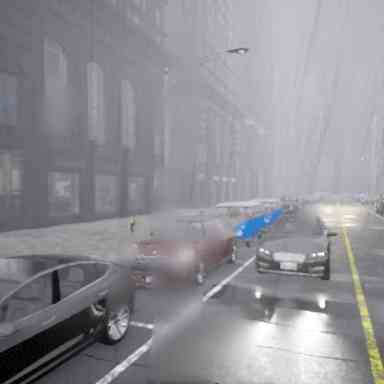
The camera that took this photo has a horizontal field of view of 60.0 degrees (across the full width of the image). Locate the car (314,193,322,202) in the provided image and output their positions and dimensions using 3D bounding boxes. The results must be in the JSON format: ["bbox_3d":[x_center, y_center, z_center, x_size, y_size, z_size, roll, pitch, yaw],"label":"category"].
[{"bbox_3d":[22.237,1.423,61.005,1.947,1.339,4.313,0,0,23],"label":"car"}]

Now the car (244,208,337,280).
[{"bbox_3d":[3.244,1.465,10.076,2.128,1.511,4.902,0,0,23],"label":"car"}]

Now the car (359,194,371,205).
[{"bbox_3d":[27.899,1.361,52.618,1.752,1.417,4.829,0,0,23],"label":"car"}]

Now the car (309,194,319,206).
[{"bbox_3d":[17.766,1.424,50.657,1.887,1.381,4.507,0,0,23],"label":"car"}]

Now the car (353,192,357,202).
[{"bbox_3d":[34.538,1.245,67.984,1.967,1.590,4.097,0,0,23],"label":"car"}]

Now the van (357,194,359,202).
[{"bbox_3d":[30.066,1.166,57.636,1.690,1.788,3.998,0,0,23],"label":"van"}]

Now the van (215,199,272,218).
[{"bbox_3d":[2.116,1.315,14.437,1.690,1.788,3.998,0,0,23],"label":"van"}]

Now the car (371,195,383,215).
[{"bbox_3d":[18.889,1.198,31.765,2.192,1.841,5.009,0,0,23],"label":"car"}]

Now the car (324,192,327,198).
[{"bbox_3d":[33.413,1.122,86.877,2.192,1.841,5.009,0,0,23],"label":"car"}]

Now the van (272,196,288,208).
[{"bbox_3d":[4.351,1.300,19.611,1.690,1.788,3.998,0,0,23],"label":"van"}]

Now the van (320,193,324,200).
[{"bbox_3d":[26.706,1.178,71.354,1.690,1.788,3.998,0,0,23],"label":"van"}]

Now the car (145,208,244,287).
[{"bbox_3d":[-0.119,1.430,9.263,1.967,1.590,4.097,0,0,23],"label":"car"}]

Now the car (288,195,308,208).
[{"bbox_3d":[8.822,1.244,29.959,2.192,1.841,5.009,0,0,23],"label":"car"}]

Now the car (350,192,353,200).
[{"bbox_3d":[39.009,1.335,78.332,2.008,1.369,4.403,0,0,23],"label":"car"}]

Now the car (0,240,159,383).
[{"bbox_3d":[-2.353,1.573,4.088,1.947,1.339,4.313,0,0,23],"label":"car"}]
